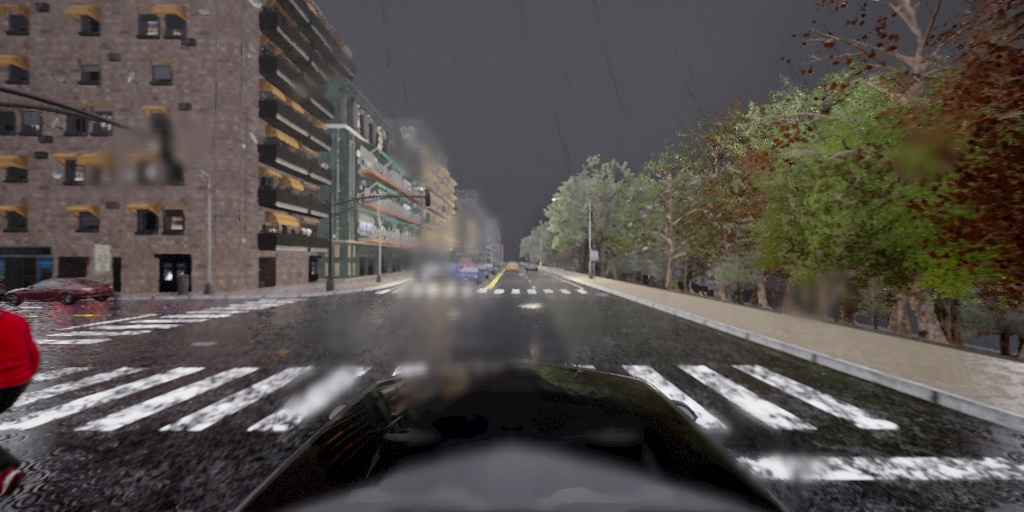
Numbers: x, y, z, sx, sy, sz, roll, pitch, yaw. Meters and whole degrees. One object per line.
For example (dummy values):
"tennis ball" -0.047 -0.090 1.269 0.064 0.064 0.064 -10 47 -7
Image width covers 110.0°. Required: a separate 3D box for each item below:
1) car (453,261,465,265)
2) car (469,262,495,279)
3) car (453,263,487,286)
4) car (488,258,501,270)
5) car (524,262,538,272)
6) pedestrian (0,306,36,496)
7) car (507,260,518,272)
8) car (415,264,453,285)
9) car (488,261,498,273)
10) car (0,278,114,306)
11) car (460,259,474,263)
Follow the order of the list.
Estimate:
"car" -6.545 1.613 38.853 1.882 1.535 5.008 0 -1 0
"car" -3.299 1.678 38.471 2.033 1.411 5.357 0 -1 0
"car" -3.303 1.556 28.884 1.812 1.442 4.674 0 -1 0
"car" -3.161 1.355 64.650 2.150 2.045 5.566 0 -1 0
"car" 3.333 1.936 60.903 1.994 1.385 4.181 0 -1 0
"pedestrian" -4.480 1.057 3.017 0.375 1.860 0.375 0 -1 0
"car" 0.082 1.845 60.491 1.882 1.535 5.008 0 -1 0
"car" -6.563 1.529 29.619 2.128 1.511 4.902 0 -1 0
"car" -3.267 1.773 49.332 1.812 1.442 4.674 0 -1 0
"car" -22.759 1.762 18.148 4.207 1.307 1.802 0 0 -1
"car" -6.518 1.489 51.261 2.150 2.045 5.566 0 -1 1
